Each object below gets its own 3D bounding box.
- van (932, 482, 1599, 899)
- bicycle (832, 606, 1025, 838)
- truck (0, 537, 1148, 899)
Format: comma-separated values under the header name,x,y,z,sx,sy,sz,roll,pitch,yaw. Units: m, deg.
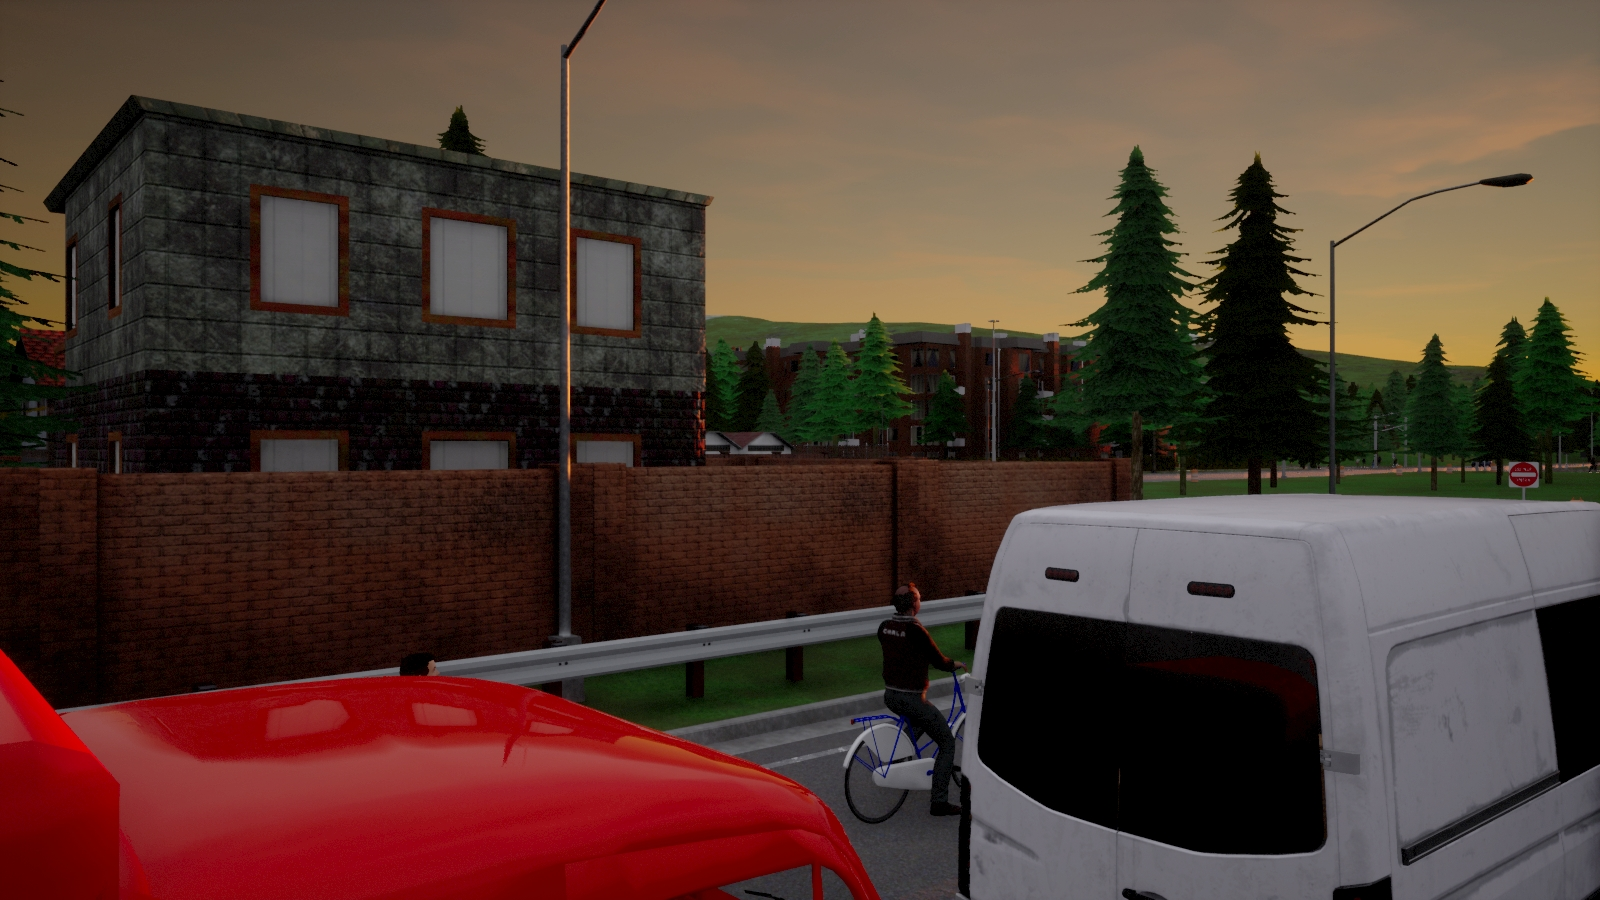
name,x,y,z,sx,sy,sz,roll,pitch,yaw
van,3.509,1.534,6.458,5.915,2.561,1.988,0,0,-40
bicycle,1.045,2.060,8.955,1.835,1.471,0.329,0,0,-40
truck,-2.109,1.568,1.686,5.204,2.467,2.627,0,0,-40
